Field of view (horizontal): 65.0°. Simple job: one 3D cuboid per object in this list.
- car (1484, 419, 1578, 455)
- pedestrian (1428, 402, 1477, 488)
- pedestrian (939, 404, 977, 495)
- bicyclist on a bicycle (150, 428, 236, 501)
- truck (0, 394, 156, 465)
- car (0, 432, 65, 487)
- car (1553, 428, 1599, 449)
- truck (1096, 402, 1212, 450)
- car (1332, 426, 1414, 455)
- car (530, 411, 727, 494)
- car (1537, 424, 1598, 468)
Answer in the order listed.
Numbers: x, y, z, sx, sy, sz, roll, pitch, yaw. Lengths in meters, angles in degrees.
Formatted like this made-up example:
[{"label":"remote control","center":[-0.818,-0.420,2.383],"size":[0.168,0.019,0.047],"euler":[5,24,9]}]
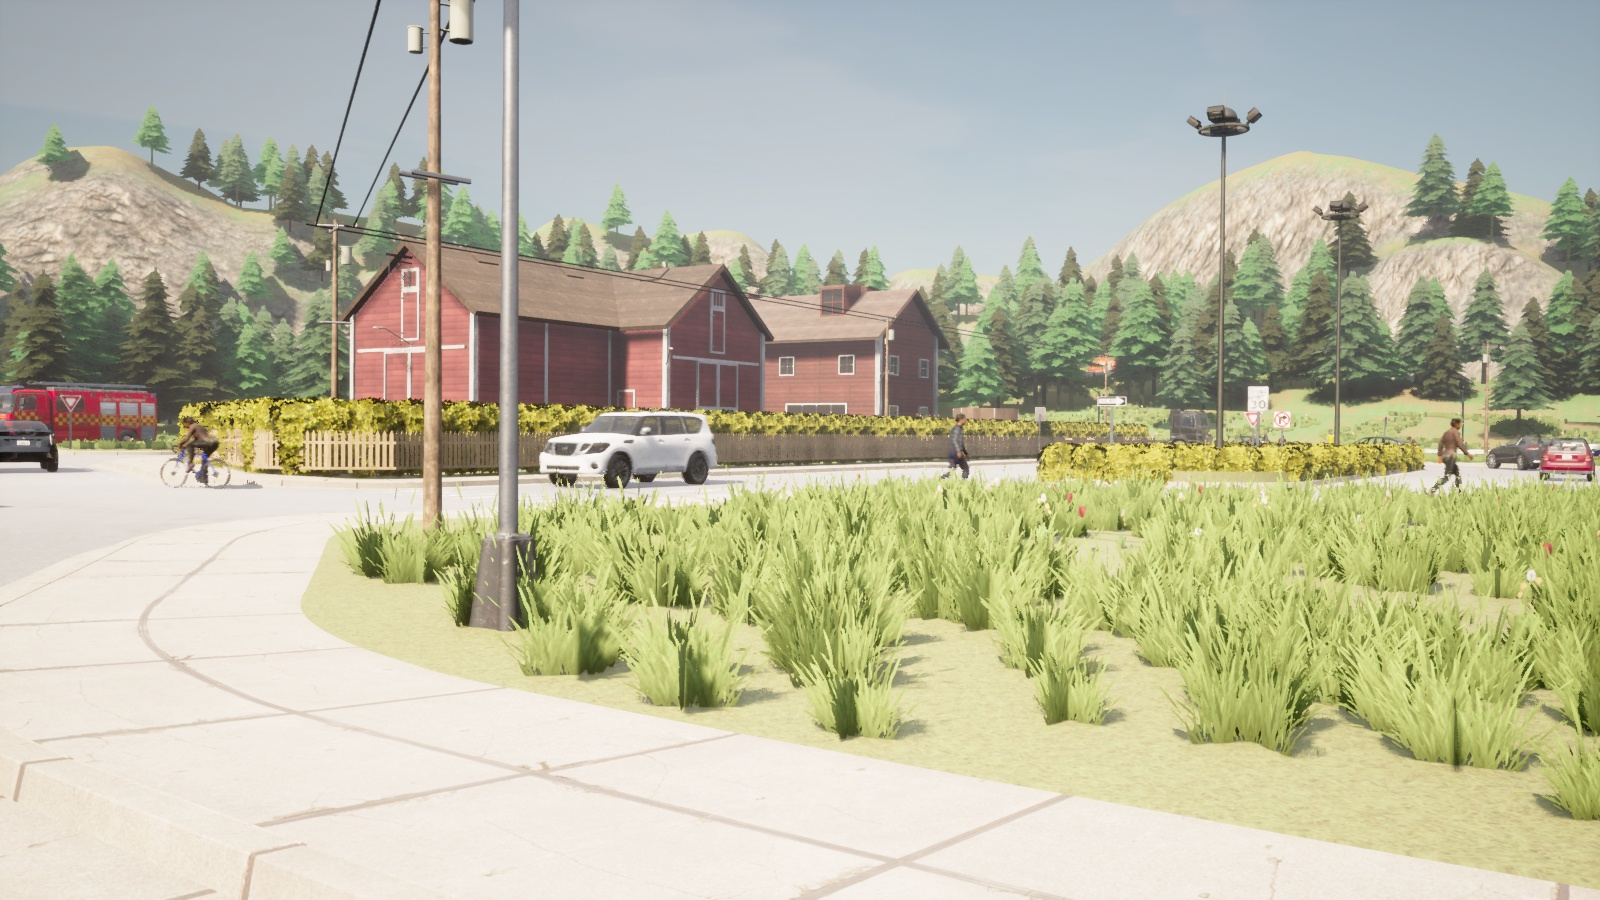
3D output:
[{"label":"car","center":[35.262,-0.638,60.728],"size":[2.152,1.651,5.027],"euler":[0,1,7]},{"label":"pedestrian","center":[13.896,-0.104,26.737],"size":[0.869,1.805,0.328],"euler":[0,1,4]},{"label":"pedestrian","center":[3.438,-0.018,27.348],"size":[0.788,1.949,0.423],"euler":[0,1,2]},{"label":"bicyclist on a bicycle","center":[-13.631,0.327,28.232],"size":[1.656,1.620,0.582],"euler":[0,0,3]},{"label":"truck","center":[-42.205,-1.182,72.560],"size":[2.891,3.827,8.468],"euler":[0,1,34]},{"label":"car","center":[-23.140,0.236,37.163],"size":[2.007,1.525,4.514],"euler":[-1,1,-35]},{"label":"car","center":[50.155,-0.701,79.009],"size":[4.718,1.301,1.895],"euler":[0,1,34]},{"label":"truck","center":[26.601,-1.782,94.525],"size":[7.936,3.462,2.891],"euler":[0,1,33]},{"label":"car","center":[31.191,-0.506,68.387],"size":[3.705,1.549,1.789],"euler":[0,1,44]},{"label":"car","center":[-4.514,0.028,34.006],"size":[2.150,2.045,5.566],"euler":[0,1,33]},{"label":"car","center":[28.148,-0.170,46.009],"size":[1.789,1.549,3.705],"euler":[0,1,33]}]
